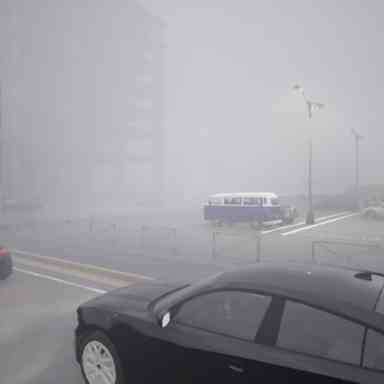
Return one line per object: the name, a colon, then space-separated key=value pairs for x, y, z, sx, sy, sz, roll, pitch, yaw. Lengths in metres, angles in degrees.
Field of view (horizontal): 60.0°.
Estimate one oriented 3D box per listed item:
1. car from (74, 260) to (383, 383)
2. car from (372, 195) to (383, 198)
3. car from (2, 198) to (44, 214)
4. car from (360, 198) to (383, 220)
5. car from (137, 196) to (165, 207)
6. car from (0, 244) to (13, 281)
car: x=0.834 y=1.478 z=3.400 sx=5.008 sy=1.535 sz=1.882 roll=0 pitch=0 yaw=36
car: x=17.927 y=1.153 z=29.302 sx=4.605 sy=1.855 sz=1.932 roll=0 pitch=0 yaw=36
car: x=-18.017 y=1.419 z=34.641 sx=1.882 sy=1.535 sz=5.008 roll=0 pitch=0 yaw=35
car: x=14.701 y=1.395 z=24.750 sx=3.806 sy=1.475 sz=1.970 roll=0 pitch=0 yaw=36
car: x=-6.272 y=1.419 z=51.128 sx=1.882 sy=1.535 sz=5.008 roll=0 pitch=0 yaw=36
car: x=-6.485 y=1.563 z=8.610 sx=4.181 sy=1.385 sz=1.994 roll=0 pitch=0 yaw=36
